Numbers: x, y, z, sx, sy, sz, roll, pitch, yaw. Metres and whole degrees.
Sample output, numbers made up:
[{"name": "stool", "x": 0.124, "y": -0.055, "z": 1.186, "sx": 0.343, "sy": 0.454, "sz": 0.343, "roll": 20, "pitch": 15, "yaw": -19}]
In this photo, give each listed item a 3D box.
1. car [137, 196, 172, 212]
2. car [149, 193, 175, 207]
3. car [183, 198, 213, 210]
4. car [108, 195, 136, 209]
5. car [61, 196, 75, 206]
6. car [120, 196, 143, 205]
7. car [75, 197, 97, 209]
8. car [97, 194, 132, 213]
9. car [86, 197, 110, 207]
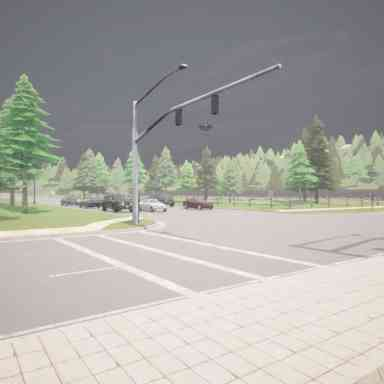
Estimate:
[{"name": "car", "x": -4.637, "y": 1.526, "z": 38.424, "sx": 1.812, "sy": 1.442, "sz": 4.674, "roll": 0, "pitch": 0, "yaw": -35}, {"name": "car", "x": -4.826, "y": 1.221, "z": 50.831, "sx": 2.150, "sy": 2.045, "sz": 5.566, "roll": 0, "pitch": 0, "yaw": -35}, {"name": "car", "x": 0.750, "y": 1.478, "z": 42.900, "sx": 1.882, "sy": 1.535, "sz": 5.008, "roll": 0, "pitch": 0, "yaw": -35}, {"name": "car", "x": -9.691, "y": 1.352, "z": 45.582, "sx": 2.097, "sy": 1.767, "sz": 4.553, "roll": 0, "pitch": 0, "yaw": -35}, {"name": "car", "x": -20.055, "y": 1.505, "z": 54.266, "sx": 1.837, "sy": 1.490, "sz": 4.892, "roll": 0, "pitch": 0, "yaw": -35}, {"name": "car", "x": -10.950, "y": 1.547, "z": 59.594, "sx": 2.033, "sy": 1.411, "sz": 5.357, "roll": 0, "pitch": 0, "yaw": -35}, {"name": "car", "x": -14.132, "y": 1.601, "z": 45.813, "sx": 1.895, "sy": 1.301, "sz": 4.718, "roll": 0, "pitch": 0, "yaw": -35}, {"name": "car", "x": -8.506, "y": 1.221, "z": 37.825, "sx": 2.150, "sy": 2.045, "sz": 5.566, "roll": 0, "pitch": 0, "yaw": -36}, {"name": "car", "x": -15.147, "y": 1.547, "z": 53.353, "sx": 2.033, "sy": 1.411, "sz": 5.357, "roll": 0, "pitch": 0, "yaw": -35}]
